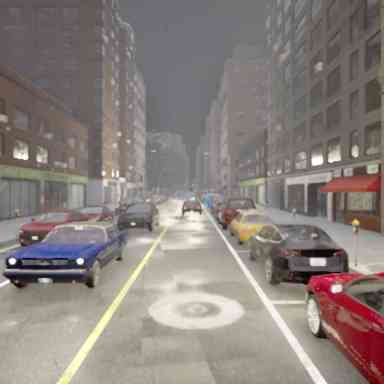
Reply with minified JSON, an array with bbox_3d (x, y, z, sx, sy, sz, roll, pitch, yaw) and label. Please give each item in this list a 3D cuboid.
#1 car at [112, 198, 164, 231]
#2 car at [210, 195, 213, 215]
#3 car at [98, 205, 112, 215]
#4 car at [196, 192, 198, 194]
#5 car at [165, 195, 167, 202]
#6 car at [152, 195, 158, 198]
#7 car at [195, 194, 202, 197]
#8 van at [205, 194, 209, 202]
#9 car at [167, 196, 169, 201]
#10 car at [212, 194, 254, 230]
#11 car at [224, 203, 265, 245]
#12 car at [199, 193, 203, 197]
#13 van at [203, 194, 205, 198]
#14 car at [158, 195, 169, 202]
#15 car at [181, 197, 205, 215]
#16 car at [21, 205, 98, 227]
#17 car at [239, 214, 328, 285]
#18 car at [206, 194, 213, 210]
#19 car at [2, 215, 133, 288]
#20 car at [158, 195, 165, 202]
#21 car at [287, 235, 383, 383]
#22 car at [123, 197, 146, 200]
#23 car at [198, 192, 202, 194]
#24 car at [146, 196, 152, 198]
[{"bbox_3d":[-3.017,1.360,19.663,1.882,1.535,5.008,0,0,0],"label":"car"},{"bbox_3d":[2.662,1.292,25.650,1.967,1.590,4.097,0,0,0],"label":"car"},{"bbox_3d":[-5.862,1.462,20.146,1.802,1.307,4.206,0,0,0],"label":"car"},{"bbox_3d":[2.636,1.207,86.232,1.947,1.339,4.313,0,0,0],"label":"car"},{"bbox_3d":[-5.877,1.247,58.534,1.752,1.417,4.829,0,0,0],"label":"car"},{"bbox_3d":[-5.871,1.346,42.178,1.947,1.339,4.313,0,0,0],"label":"car"},{"bbox_3d":[0.019,1.334,44.765,1.994,1.385,4.181,0,0,1],"label":"car"},{"bbox_3d":[2.658,1.143,36.663,1.690,1.788,3.998,0,0,0],"label":"van"},{"bbox_3d":[-5.880,1.285,64.213,1.802,1.307,4.206,0,0,0],"label":"car"},{"bbox_3d":[2.665,1.195,20.141,2.192,1.841,5.009,0,0,0],"label":"car"},{"bbox_3d":[2.666,1.434,14.805,1.752,1.417,4.829,0,0,0],"label":"car"},{"bbox_3d":[2.648,1.271,58.695,2.008,1.369,4.403,0,0,0],"label":"car"},{"bbox_3d":[2.656,1.120,42.170,1.690,1.788,3.998,0,0,0],"label":"van"},{"bbox_3d":[-5.883,1.253,69.722,1.947,1.339,4.313,0,0,0],"label":"car"},{"bbox_3d":[-0.007,1.424,31.702,1.895,1.301,4.718,0,0,0],"label":"car"},{"bbox_3d":[-5.859,1.455,14.638,1.887,1.381,4.507,0,0,0],"label":"car"},{"bbox_3d":[2.669,1.507,9.128,1.947,1.339,4.313,0,0,0],"label":"car"},{"bbox_3d":[2.660,1.266,31.156,1.967,1.590,4.097,0,0,0],"label":"car"},{"bbox_3d":[-3.083,1.543,9.197,1.895,1.301,4.718,0,0,0],"label":"car"},{"bbox_3d":[-5.875,1.180,53.195,1.967,1.590,4.097,0,0,0],"label":"car"},{"bbox_3d":[2.671,1.520,3.621,1.887,1.381,4.507,0,0,0],"label":"car"},{"bbox_3d":[-5.865,1.266,31.161,1.967,1.590,4.097,0,0,0],"label":"car"},{"bbox_3d":[2.643,1.211,69.880,1.752,1.417,4.829,0,0,0],"label":"car"},{"bbox_3d":[-5.868,1.384,36.670,1.802,1.307,4.206,0,0,0],"label":"car"}]
